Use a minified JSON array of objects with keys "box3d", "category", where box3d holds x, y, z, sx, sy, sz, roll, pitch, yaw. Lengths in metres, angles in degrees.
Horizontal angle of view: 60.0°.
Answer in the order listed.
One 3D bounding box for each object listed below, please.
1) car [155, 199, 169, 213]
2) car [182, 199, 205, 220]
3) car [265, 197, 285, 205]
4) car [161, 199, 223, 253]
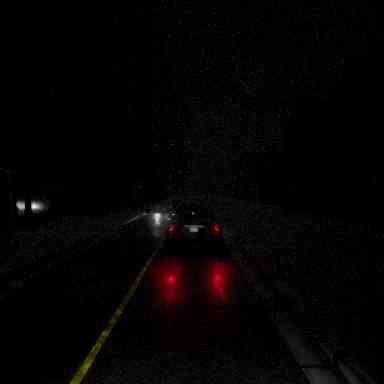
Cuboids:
[{"box3d":[-2.778,1.452,35.390,1.812,1.442,4.674,0,0,1],"category":"car"},{"box3d":[0.111,1.450,28.791,1.837,1.490,4.892,0,0,0],"category":"car"},{"box3d":[13.966,1.467,52.495,4.829,1.417,1.752,0,-1,0],"category":"car"},{"box3d":[0.087,1.329,13.656,2.097,1.767,4.553,0,0,0],"category":"car"}]
